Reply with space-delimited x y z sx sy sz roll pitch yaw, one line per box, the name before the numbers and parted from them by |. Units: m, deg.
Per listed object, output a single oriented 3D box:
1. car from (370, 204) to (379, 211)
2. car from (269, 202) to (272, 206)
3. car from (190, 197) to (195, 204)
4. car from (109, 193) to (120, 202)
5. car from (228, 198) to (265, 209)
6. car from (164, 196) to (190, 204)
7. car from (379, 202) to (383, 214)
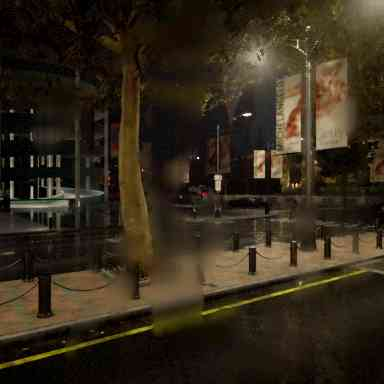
car | 21.014 1.547 33.612 2.033 1.411 5.357 0 0 -35
car | 9.522 1.547 50.040 2.033 1.411 5.357 0 0 -35
car | -1.349 1.492 65.055 2.128 1.511 4.902 0 0 -39
car | -15.471 1.201 72.149 5.566 2.045 2.150 0 0 26
car | 7.403 1.547 46.962 2.033 1.411 5.357 0 0 -35
car | -3.179 1.548 61.777 2.033 1.411 5.357 0 0 -38
car | 19.672 1.601 29.424 1.895 1.301 4.718 0 0 -35
